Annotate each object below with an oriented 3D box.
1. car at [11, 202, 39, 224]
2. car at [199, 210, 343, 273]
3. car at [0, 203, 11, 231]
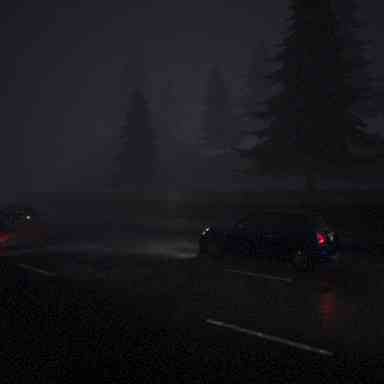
[{"bbox_3d":[-13.392,1.573,25.618,1.837,1.490,4.892,0,0,-43],"label":"car"},{"bbox_3d":[2.444,1.383,11.096,4.553,1.767,2.097,0,0,38],"label":"car"},{"bbox_3d":[-12.902,1.531,20.062,5.008,1.535,1.882,0,0,45],"label":"car"}]
